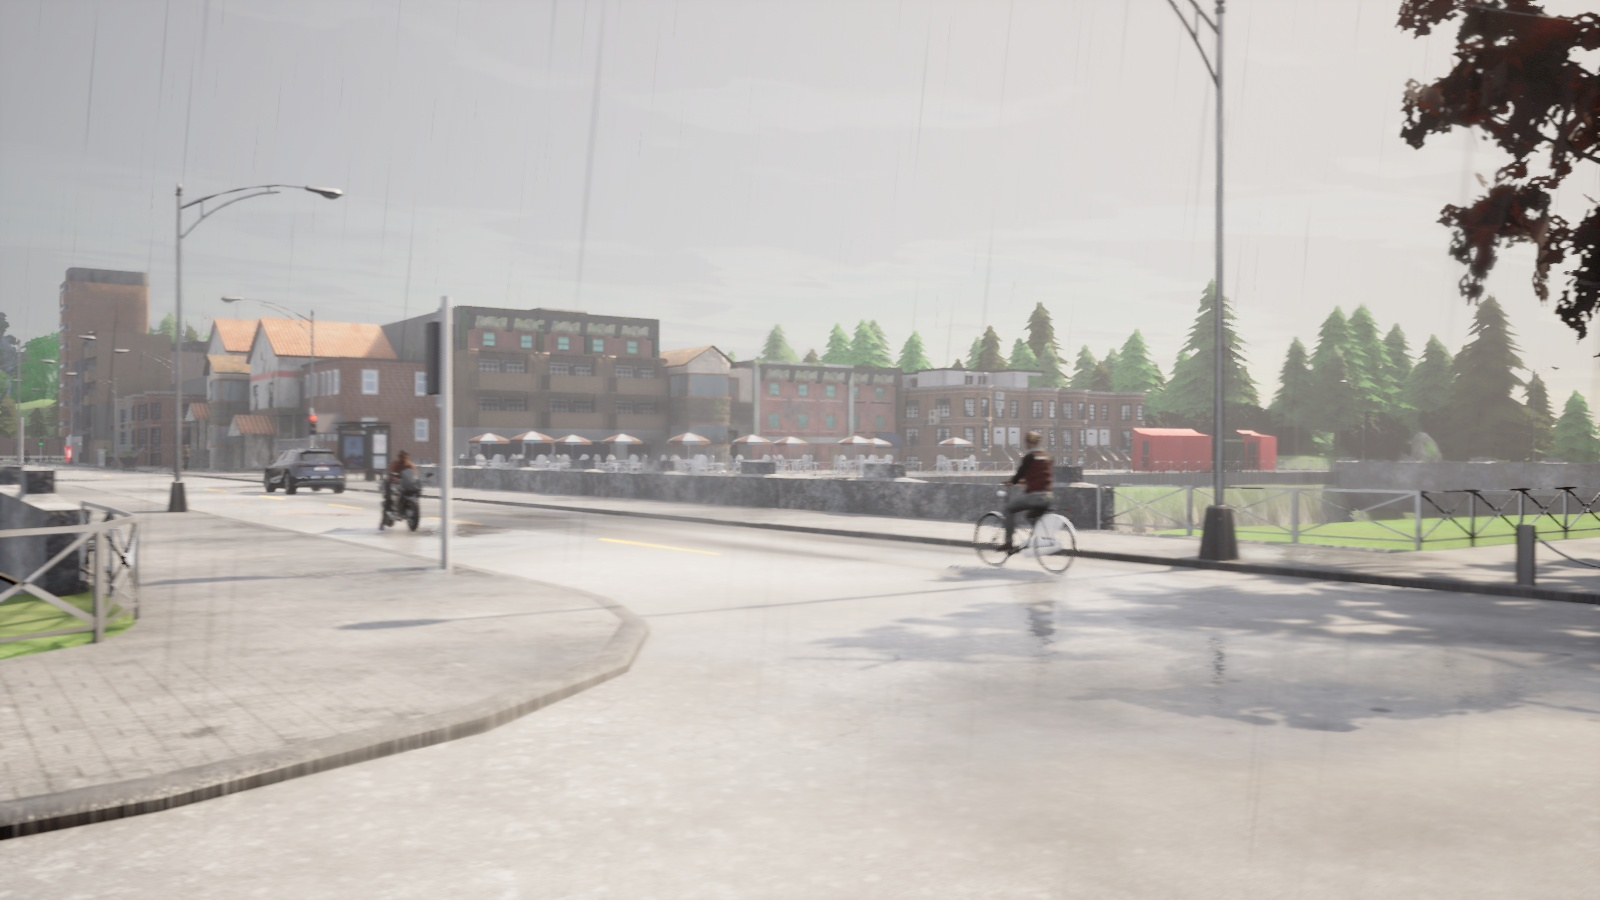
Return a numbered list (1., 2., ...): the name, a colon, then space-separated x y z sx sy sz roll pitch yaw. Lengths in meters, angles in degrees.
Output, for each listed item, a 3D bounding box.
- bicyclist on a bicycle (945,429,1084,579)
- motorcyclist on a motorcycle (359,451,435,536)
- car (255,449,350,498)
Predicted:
1. bicyclist on a bicycle: 2.681 0.639 15.862 0.659 1.776 1.843 0 0 -32
2. motorcyclist on a motorcycle: -7.579 0.782 23.565 0.797 1.523 2.044 0 0 -35
3. car: -17.728 0.785 44.603 2.033 1.649 4.856 0 0 -36
